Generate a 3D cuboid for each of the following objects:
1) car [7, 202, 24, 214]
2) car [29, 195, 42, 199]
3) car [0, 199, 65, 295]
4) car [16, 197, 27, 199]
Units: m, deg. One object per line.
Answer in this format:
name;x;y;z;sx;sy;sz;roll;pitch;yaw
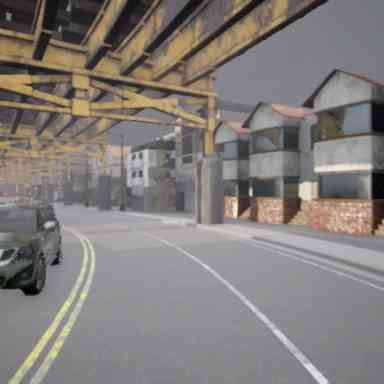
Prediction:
car;-24.278;2.110;45.765;1.837;1.490;4.892;0;-1;-31
car;-31.668;2.024;67.649;2.150;2.045;5.566;0;0;-31
car;-4.945;1.336;9.093;2.150;2.045;5.566;0;-1;-14
car;-41.676;2.234;82.525;1.994;1.385;4.181;0;0;-31
